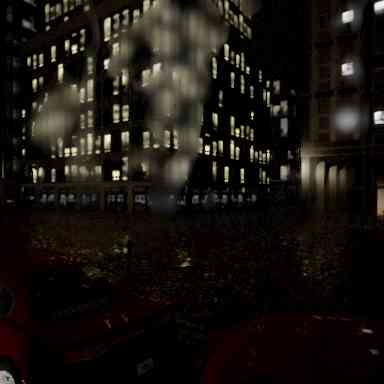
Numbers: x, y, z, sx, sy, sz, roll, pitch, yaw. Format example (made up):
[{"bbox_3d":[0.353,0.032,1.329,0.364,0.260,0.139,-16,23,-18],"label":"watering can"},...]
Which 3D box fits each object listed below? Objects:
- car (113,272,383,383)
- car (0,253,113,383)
[{"bbox_3d":[2.250,1.323,1.276,5.009,1.841,2.192,0,0,35],"label":"car"},{"bbox_3d":[-2.262,1.517,4.492,4.507,1.381,1.887,0,0,35],"label":"car"}]
